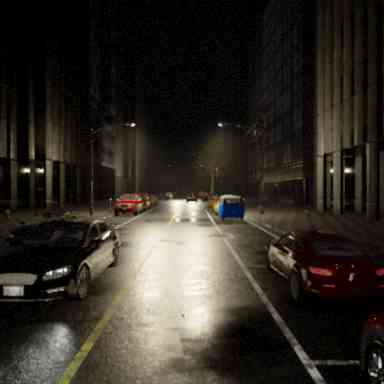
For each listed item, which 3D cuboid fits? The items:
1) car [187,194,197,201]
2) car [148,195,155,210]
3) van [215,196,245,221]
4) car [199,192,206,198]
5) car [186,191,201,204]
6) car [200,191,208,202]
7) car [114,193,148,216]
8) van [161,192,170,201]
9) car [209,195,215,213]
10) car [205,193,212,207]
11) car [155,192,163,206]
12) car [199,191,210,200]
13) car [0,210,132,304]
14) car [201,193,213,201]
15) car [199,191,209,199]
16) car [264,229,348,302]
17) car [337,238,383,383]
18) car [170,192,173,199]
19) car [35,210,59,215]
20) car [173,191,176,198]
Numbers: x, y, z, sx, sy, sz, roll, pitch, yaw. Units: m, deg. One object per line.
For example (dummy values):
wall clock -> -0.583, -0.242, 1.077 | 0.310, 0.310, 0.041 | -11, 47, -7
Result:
car -> -0.004, 1.044, 65.009 | 1.812, 1.442, 4.674 | 0, 0, 0
car -> -5.669, 1.062, 36.039 | 2.192, 1.841, 5.009 | 0, 0, 0
van -> 2.858, 1.176, 24.738 | 1.690, 1.788, 3.998 | 0, 0, 0
car -> 2.852, 0.789, 92.414 | 1.967, 1.590, 4.097 | 0, 0, 0
car -> -0.003, 1.085, 54.589 | 2.128, 1.511, 4.902 | 0, 0, 0
car -> 2.855, 1.003, 58.579 | 1.967, 1.590, 4.097 | 0, 0, 0
car -> -5.668, 1.107, 30.399 | 2.192, 1.841, 5.009 | 0, 0, 0
van -> -5.670, 0.864, 64.231 | 1.690, 1.788, 3.998 | 0, 0, 0
car -> 2.858, 1.315, 30.551 | 1.752, 1.417, 4.829 | 0, 0, 0
car -> 2.864, 1.223, 41.863 | 1.752, 1.417, 4.829 | 0, 1, 1
car -> -5.670, 1.181, 47.108 | 1.752, 1.417, 4.829 | 0, 1, 1
car -> 2.853, 0.764, 75.496 | 2.192, 1.841, 5.009 | 0, 0, 0
car -> -3.087, 1.440, 8.226 | 2.128, 1.511, 4.902 | 0, 0, 0
car -> 2.855, 0.963, 64.217 | 1.967, 1.590, 4.097 | 0, 0, 0
car -> 2.853, 0.730, 81.134 | 2.192, 1.841, 5.009 | 0, 0, 0
car -> 2.858, 1.532, 7.821 | 1.802, 1.307, 4.206 | 0, 0, 0
car -> 2.858, 1.426, 2.179 | 1.967, 1.590, 4.097 | 0, 0, 0
car -> -5.672, 1.050, 69.871 | 1.947, 1.339, 4.313 | 0, 0, 0
car -> -5.668, 1.465, 13.482 | 2.008, 1.369, 4.403 | 0, 0, 0
car -> -5.673, 0.856, 81.148 | 1.967, 1.590, 4.097 | 0, 0, 0
